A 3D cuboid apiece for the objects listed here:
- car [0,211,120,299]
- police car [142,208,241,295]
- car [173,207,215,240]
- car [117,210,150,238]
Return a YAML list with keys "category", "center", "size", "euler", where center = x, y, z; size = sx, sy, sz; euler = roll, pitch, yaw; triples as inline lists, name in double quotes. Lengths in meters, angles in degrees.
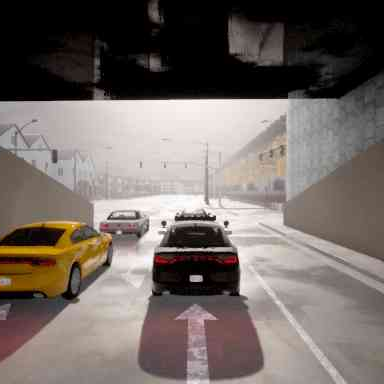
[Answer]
- category: "car"
  center: [-3.410, 1.478, 8.522]
  size: [1.882, 1.535, 5.008]
  euler: [0, 0, 0]
- category: "police car"
  center: [0.086, 1.425, 8.847]
  size: [1.930, 1.638, 5.238]
  euler: [0, 0, 0]
- category: "car"
  center: [0.092, 1.564, 17.809]
  size: [1.994, 1.385, 4.181]
  euler: [0, 0, 0]
- category: "car"
  center: [-3.406, 1.601, 17.764]
  size: [1.895, 1.301, 4.718]
  euler: [0, 0, 0]
